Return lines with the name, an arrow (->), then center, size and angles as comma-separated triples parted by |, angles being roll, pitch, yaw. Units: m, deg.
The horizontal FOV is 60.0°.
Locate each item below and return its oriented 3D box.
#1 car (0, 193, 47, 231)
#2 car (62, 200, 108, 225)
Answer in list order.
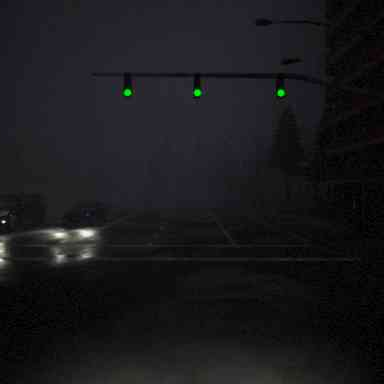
car -> -10.588, 1.073, 19.594 | 2.150, 2.045, 5.566 | 0, 0, -1
car -> -7.073, 1.308, 22.415 | 1.882, 1.535, 5.008 | 0, 0, 0
